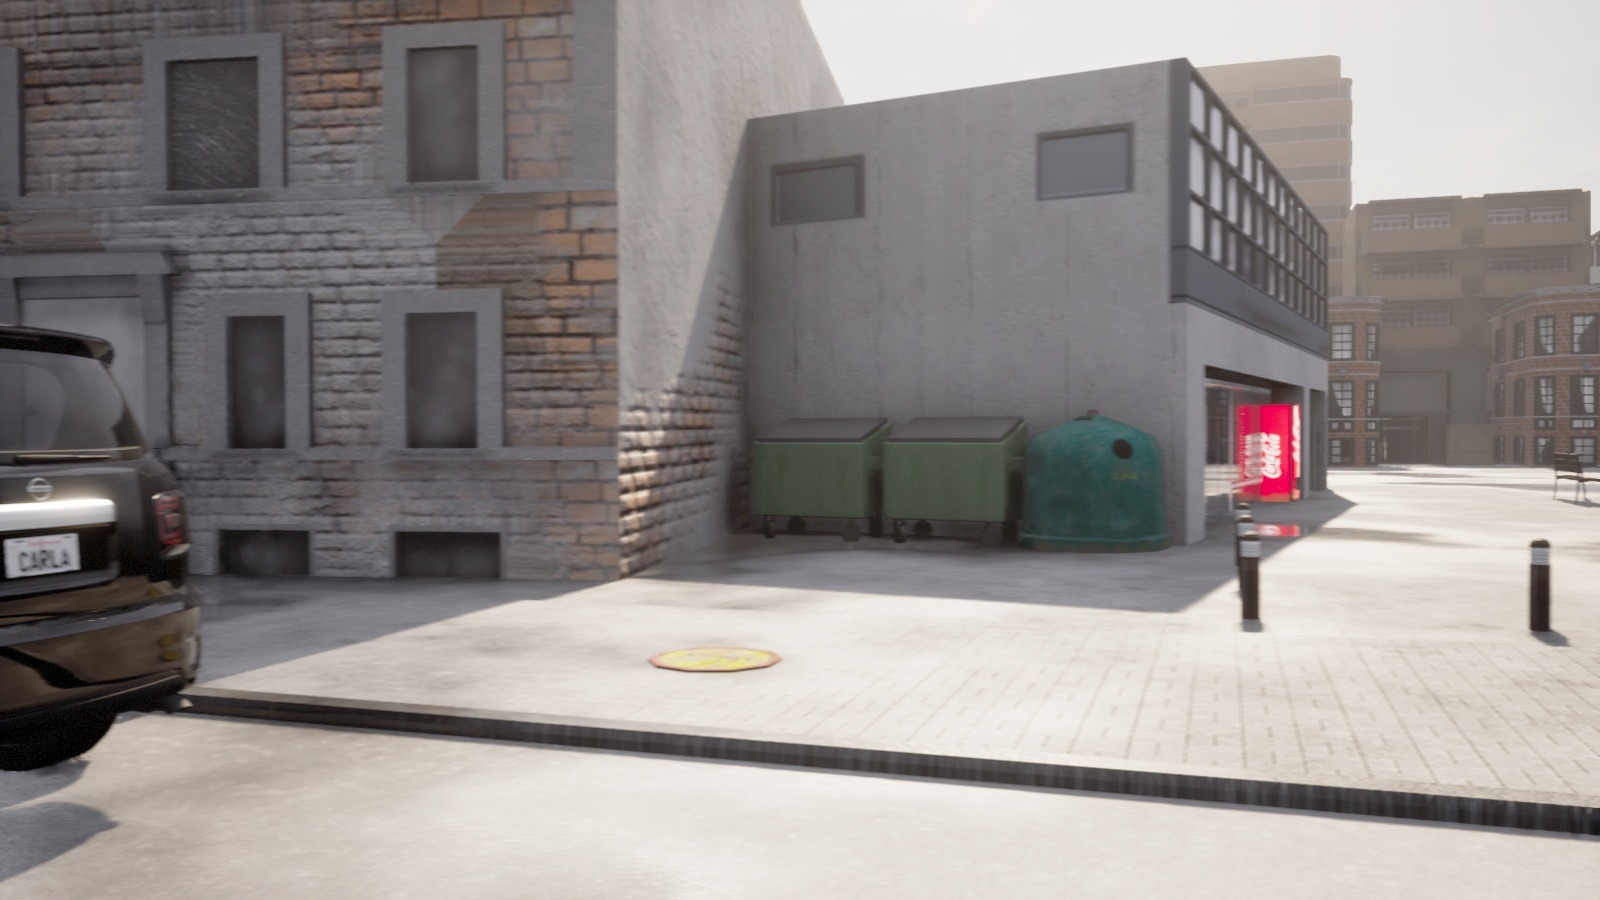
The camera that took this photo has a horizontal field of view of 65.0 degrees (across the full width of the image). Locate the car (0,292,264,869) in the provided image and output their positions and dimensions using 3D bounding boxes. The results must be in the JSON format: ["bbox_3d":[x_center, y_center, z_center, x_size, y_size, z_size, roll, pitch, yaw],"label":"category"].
[{"bbox_3d":[-5.400,0.437,5.530,5.566,2.045,2.150,1,1,19],"label":"car"}]
